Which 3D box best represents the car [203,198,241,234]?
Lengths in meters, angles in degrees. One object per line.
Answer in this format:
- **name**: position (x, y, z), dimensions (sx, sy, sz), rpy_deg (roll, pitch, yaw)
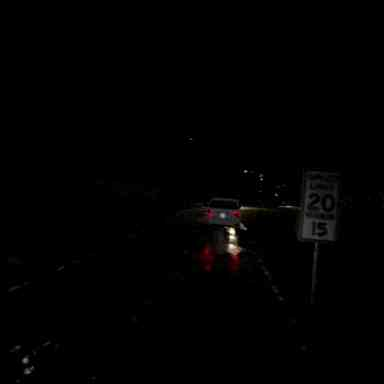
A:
- **car**: position (1.931, 1.412, 21.405), dimensions (2.150, 2.045, 5.566), rpy_deg (5, 0, 4)
